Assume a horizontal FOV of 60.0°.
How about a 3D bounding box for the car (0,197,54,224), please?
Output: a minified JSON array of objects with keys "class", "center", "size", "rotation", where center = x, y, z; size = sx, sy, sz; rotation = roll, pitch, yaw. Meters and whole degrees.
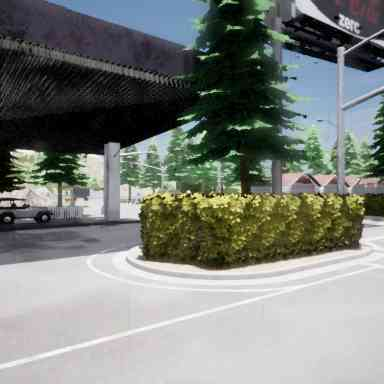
[{"class":"car","center":[-11.983,1.313,23.471],"size":[3.866,1.878,1.905],"rotation":[0,0,-36]}]
